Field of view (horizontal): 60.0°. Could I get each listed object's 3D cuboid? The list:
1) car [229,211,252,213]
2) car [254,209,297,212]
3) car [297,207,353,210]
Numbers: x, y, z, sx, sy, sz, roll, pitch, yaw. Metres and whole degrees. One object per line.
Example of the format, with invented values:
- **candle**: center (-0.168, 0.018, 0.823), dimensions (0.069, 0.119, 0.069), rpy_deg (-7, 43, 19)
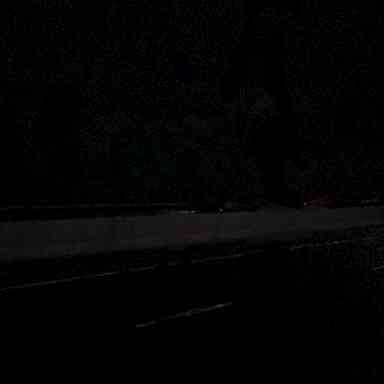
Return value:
- **car**: center (4.602, 1.362, 31.644), dimensions (4.718, 1.301, 1.895), rpy_deg (0, 1, -29)
- **car**: center (8.274, 1.291, 29.658), dimensions (4.902, 1.511, 2.128), rpy_deg (0, 1, -29)
- **car**: center (11.759, 1.061, 27.589), dimensions (5.566, 2.045, 2.150), rpy_deg (0, 0, -28)
